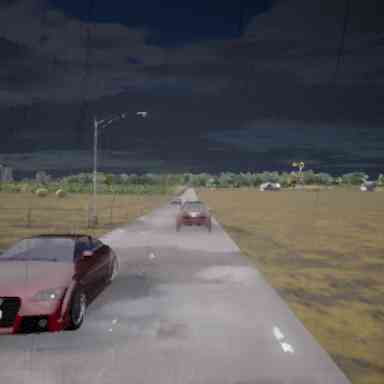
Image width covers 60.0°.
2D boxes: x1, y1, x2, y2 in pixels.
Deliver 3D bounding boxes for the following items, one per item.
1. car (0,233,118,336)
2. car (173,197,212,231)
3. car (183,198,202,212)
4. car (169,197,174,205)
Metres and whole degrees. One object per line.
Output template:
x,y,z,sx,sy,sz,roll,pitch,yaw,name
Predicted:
-2.850,1.565,6.741,1.994,1.385,4.181,0,0,0,car
0.103,1.355,20.920,2.097,1.767,4.553,0,0,0,car
0.102,1.496,39.501,2.128,1.511,4.902,0,0,0,car
-2.760,1.543,56.291,1.994,1.385,4.181,0,0,0,car
